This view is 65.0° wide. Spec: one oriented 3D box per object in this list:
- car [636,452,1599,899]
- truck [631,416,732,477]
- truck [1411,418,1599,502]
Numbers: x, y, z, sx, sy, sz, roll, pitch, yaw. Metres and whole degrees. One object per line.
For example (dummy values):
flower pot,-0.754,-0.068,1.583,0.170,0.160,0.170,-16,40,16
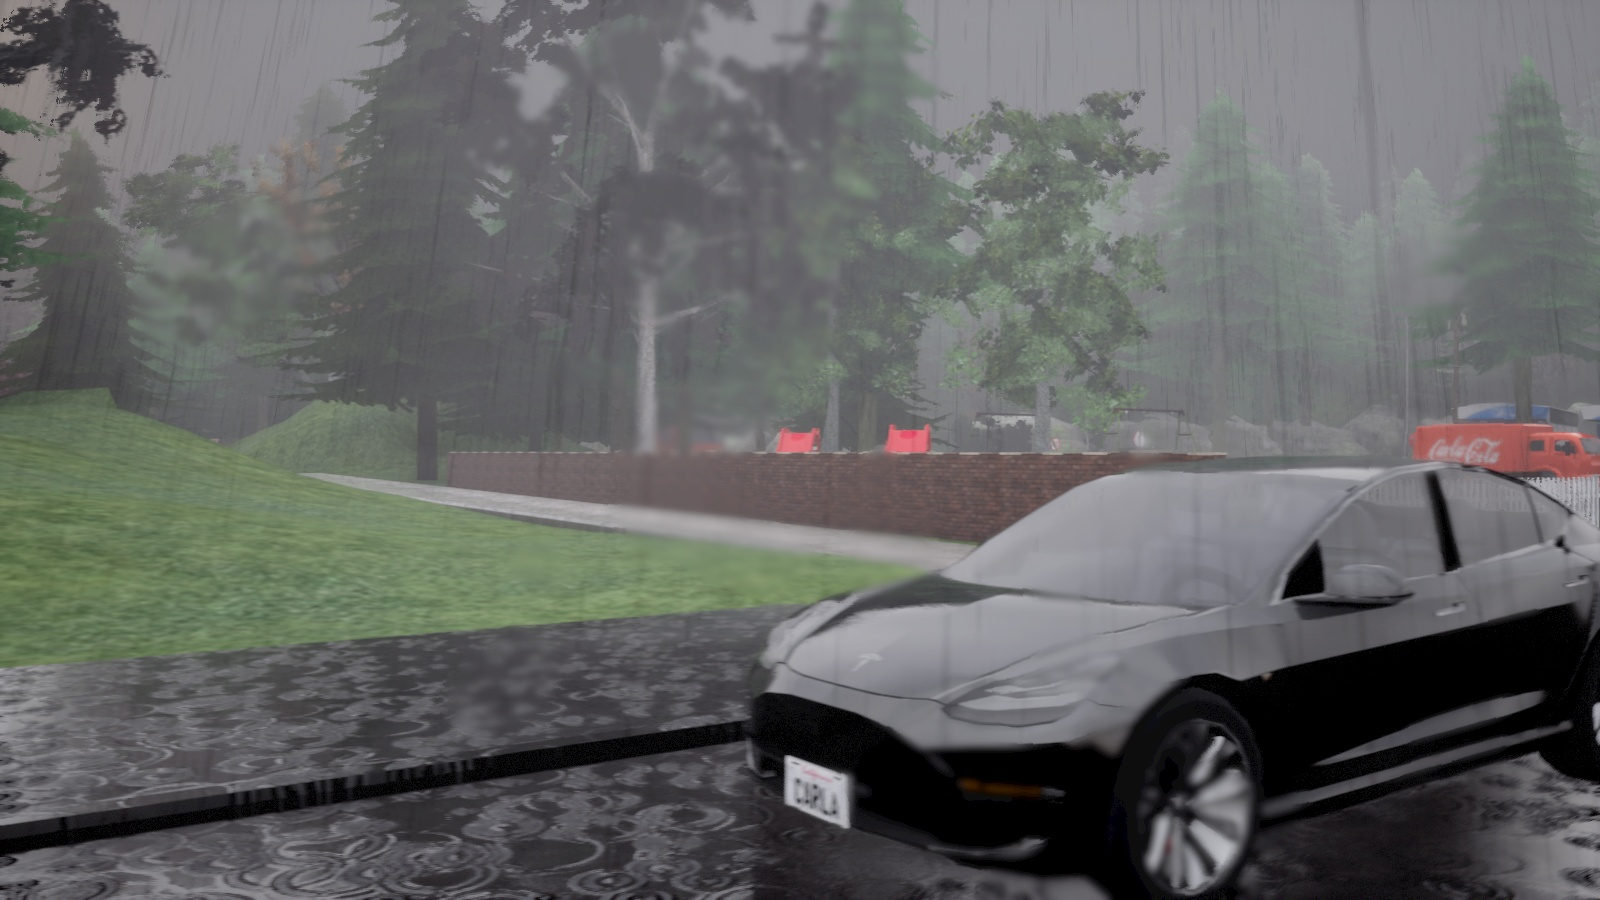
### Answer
car,1.916,0.754,5.602,4.792,1.488,2.163,0,0,-35
truck,-8.015,-0.198,83.901,2.891,3.827,8.468,0,0,-35
truck,22.671,0.307,39.950,2.627,2.467,5.204,0,0,-35
